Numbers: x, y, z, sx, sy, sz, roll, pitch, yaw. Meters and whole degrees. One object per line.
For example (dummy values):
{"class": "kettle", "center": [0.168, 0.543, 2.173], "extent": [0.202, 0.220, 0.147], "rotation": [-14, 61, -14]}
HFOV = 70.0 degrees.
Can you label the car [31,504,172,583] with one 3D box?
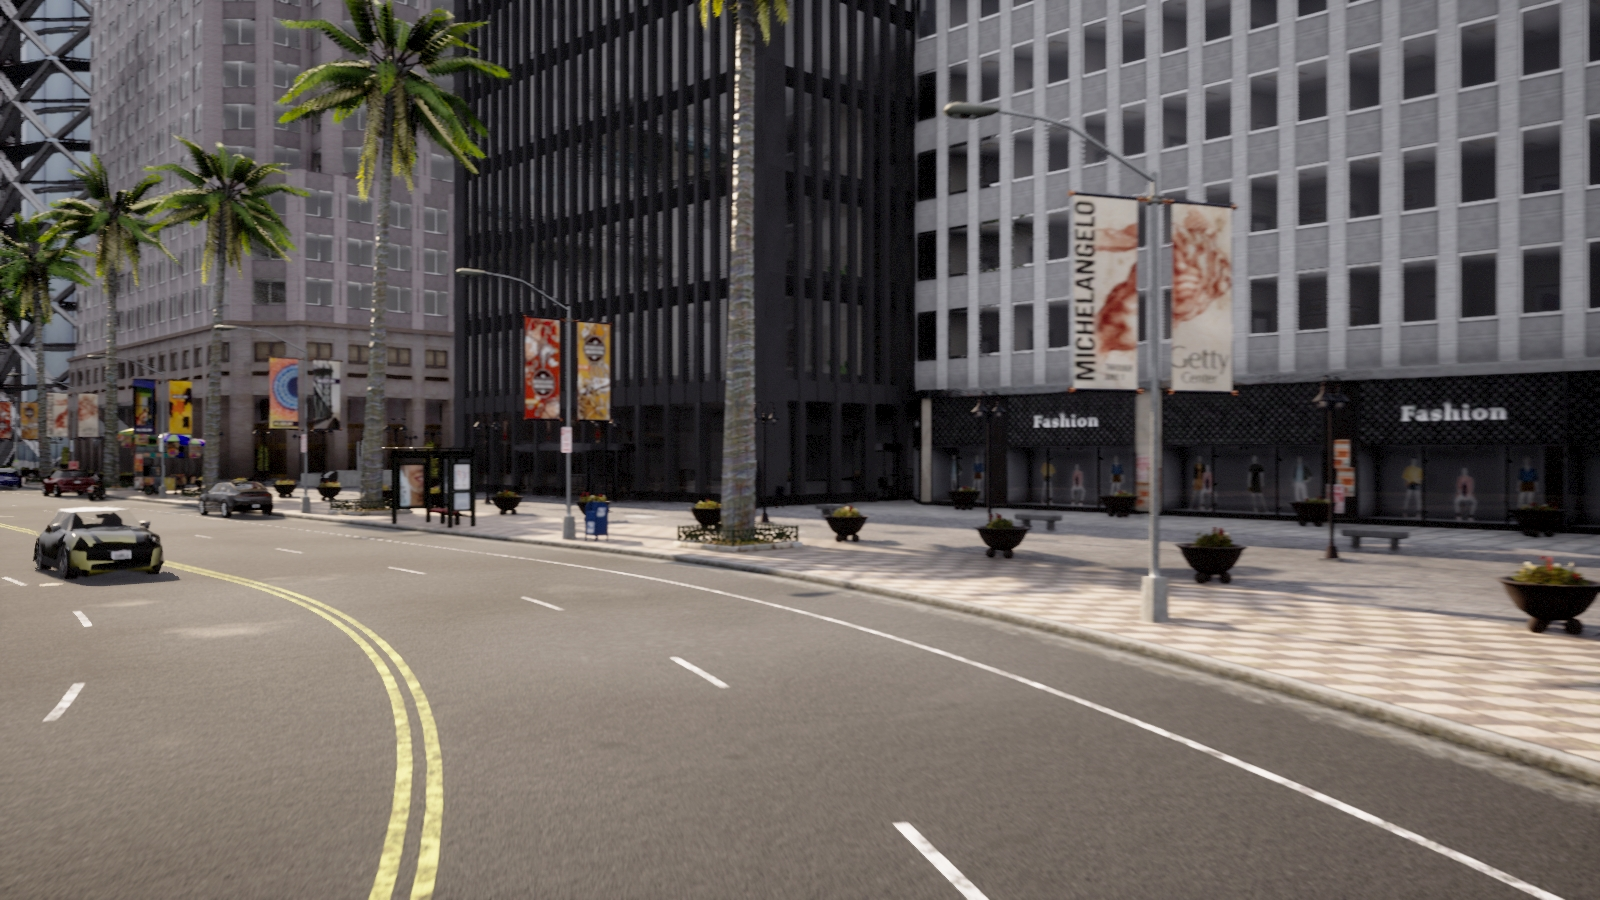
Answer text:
{"class": "car", "center": [-16.018, 2.074, 26.119], "extent": [1.970, 1.475, 3.806], "rotation": [0, 0, -44]}
